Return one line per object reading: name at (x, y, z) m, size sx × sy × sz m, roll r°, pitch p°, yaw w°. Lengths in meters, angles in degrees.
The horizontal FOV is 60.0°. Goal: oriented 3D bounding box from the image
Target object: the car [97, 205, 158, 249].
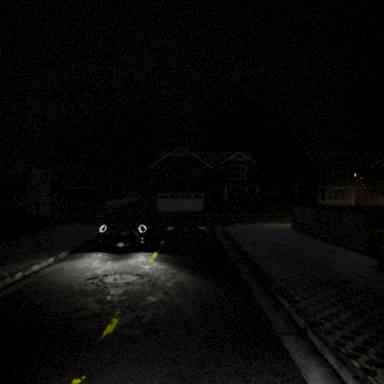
car at (-2.756, 1.470, 15.135) m, size 2.097 × 1.767 × 4.553 m, roll 0°, pitch 0°, yaw 0°
